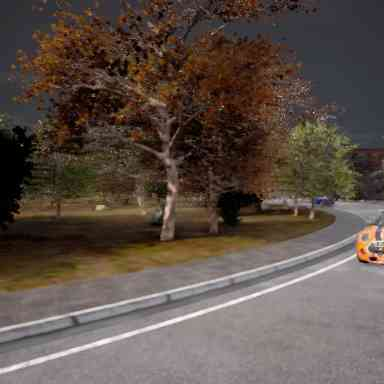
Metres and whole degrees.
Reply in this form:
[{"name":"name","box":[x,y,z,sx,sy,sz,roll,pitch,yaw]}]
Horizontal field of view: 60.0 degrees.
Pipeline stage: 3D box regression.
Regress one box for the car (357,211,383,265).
[{"name":"car","box":[7.155,1.379,11.201,2.097,1.767,4.553,-1,-1,40]}]

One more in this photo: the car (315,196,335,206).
[{"name":"car","box":[20.732,1.406,52.537,1.882,1.535,5.008,-2,0,-1]}]
